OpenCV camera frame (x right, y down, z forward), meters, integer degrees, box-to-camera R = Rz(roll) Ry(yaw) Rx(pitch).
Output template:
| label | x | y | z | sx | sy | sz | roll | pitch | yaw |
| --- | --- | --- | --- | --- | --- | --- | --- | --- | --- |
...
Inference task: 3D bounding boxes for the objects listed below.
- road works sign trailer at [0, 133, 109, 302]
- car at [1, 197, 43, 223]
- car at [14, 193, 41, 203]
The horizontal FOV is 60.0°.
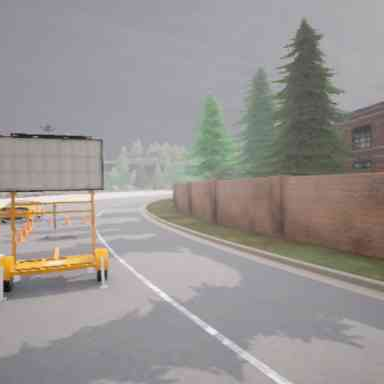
| label | x | y | z | sx | sy | sz | roll | pitch | yaw |
| --- | --- | --- | --- | --- | --- | --- | --- | --- | --- |
| road works sign trailer | -3.454 | 0.381 | 8.354 | 2.380 | 3.560 | 2.880 | -1 | 1 | -22 |
| car | -12.199 | 1.300 | 24.072 | 1.882 | 1.535 | 5.008 | -1 | 1 | -14 |
| car | -28.338 | 1.074 | 57.485 | 1.837 | 1.490 | 4.892 | -1 | 1 | 6 |
